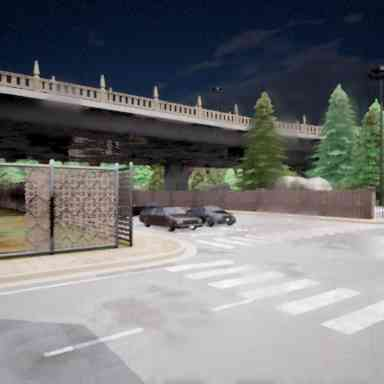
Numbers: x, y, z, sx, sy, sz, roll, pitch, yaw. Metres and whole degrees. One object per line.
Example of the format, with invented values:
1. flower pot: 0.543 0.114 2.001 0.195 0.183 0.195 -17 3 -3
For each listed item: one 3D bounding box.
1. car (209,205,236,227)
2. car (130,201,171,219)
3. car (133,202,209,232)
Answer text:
1. car: 1.153 1.619 23.356 1.994 1.385 4.181 0 0 -36
2. car: -3.847 1.618 30.341 1.994 1.385 4.181 0 0 -36
3. car: -1.517 1.602 21.043 2.033 1.411 5.357 0 0 -35
